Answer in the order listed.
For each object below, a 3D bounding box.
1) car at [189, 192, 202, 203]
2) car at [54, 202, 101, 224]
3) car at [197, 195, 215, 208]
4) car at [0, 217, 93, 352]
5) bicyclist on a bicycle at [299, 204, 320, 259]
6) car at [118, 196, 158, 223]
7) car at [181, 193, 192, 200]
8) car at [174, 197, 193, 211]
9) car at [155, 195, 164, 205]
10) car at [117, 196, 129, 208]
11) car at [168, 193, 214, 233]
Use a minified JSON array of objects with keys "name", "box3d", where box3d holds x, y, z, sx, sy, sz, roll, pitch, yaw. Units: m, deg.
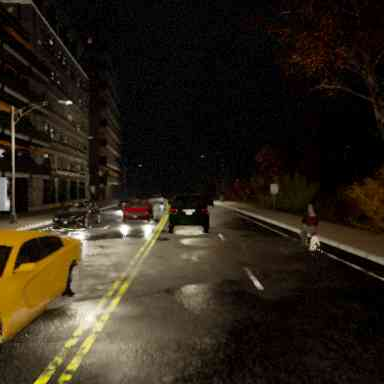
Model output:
[{"name":"car","box3d":[0.586,0.988,60.086,2.097,1.767,4.553,0,0,-5]},{"name":"car","box3d":[-6.962,1.391,20.526,1.837,1.490,4.892,0,1,-2]},{"name":"car","box3d":[1.783,1.213,44.316,1.882,1.535,5.008,0,1,-4]},{"name":"car","box3d":[-3.407,1.447,5.633,1.882,1.535,5.008,0,0,-1]},{"name":"bicyclist on a bicycle","box3d":[4.009,1.303,11.456,0.659,1.776,1.843,0,1,-1]},{"name":"car","box3d":[-3.848,1.339,24.450,1.882,1.535,5.008,0,0,-2]},{"name":"car","box3d":[-1.220,1.062,77.514,2.033,1.411,5.357,0,0,-7]},{"name":"car","box3d":[-1.057,1.321,38.581,2.033,1.411,5.357,0,0,-3]},{"name":"car","box3d":[-5.214,1.231,50.146,1.812,1.442,4.674,0,0,-4]},{"name":"car","box3d":[-7.875,1.259,40.686,2.128,1.511,4.902,0,0,-3]},{"name":"car","box3d":[-0.219,1.114,19.102,2.150,2.045,5.566,0,1,-2]}]
